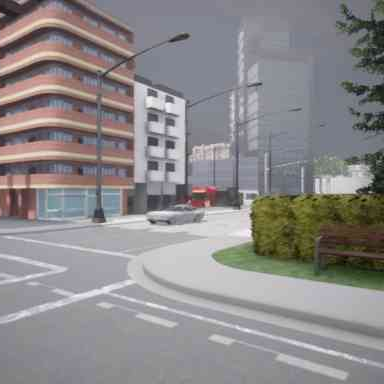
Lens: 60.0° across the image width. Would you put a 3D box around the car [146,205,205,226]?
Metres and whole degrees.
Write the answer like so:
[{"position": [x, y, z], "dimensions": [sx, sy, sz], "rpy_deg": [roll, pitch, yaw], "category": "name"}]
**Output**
[{"position": [-1.086, 1.601, 23.659], "dimensions": [1.895, 1.301, 4.718], "rpy_deg": [0, 0, 36], "category": "car"}]
